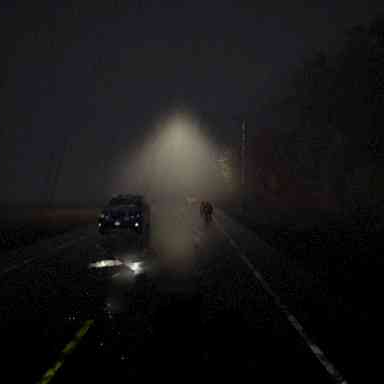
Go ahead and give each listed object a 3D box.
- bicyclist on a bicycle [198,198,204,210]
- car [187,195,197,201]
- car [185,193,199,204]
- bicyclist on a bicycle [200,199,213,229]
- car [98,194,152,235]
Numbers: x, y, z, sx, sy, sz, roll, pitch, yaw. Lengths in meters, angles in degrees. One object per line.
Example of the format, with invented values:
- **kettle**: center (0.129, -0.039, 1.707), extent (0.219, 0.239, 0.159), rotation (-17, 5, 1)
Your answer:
- **bicyclist on a bicycle**: center (0.933, 1.325, 29.676), extent (0.866, 1.612, 1.509), rotation (0, 0, 0)
- **car**: center (0.014, 1.276, 73.794), extent (1.994, 1.385, 4.181), rotation (0, 0, 0)
- **car**: center (0.108, 1.267, 55.925), extent (1.882, 1.535, 5.008), rotation (0, 0, 0)
- **bicyclist on a bicycle**: center (0.966, 1.378, 19.731), extent (0.582, 1.620, 1.656), rotation (0, 0, 0)
- **car**: center (-3.596, 1.151, 18.789), extent (2.150, 2.045, 5.566), rotation (0, 0, 0)
